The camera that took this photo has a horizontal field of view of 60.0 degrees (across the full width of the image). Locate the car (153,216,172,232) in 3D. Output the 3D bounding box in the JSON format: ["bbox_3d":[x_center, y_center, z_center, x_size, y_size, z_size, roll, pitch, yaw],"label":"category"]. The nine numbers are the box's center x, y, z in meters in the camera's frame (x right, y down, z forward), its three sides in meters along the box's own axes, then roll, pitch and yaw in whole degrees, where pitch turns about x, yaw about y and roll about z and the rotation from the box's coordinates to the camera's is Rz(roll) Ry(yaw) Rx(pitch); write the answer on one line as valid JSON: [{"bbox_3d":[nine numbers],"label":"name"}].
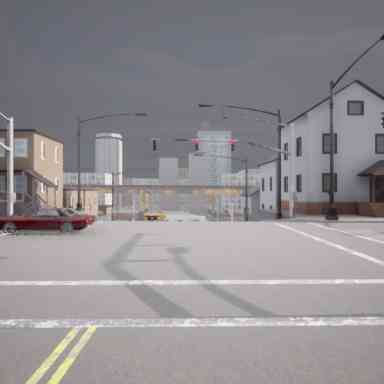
[{"bbox_3d":[-3.790,4.235,43.744,2.128,1.511,4.902,0,-13,-1],"label":"car"}]

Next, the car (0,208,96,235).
[{"bbox_3d":[-7.689,1.530,17.699,4.718,1.301,1.895,0,0,-1],"label":"car"}]

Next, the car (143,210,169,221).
[{"bbox_3d":[-3.680,2.536,33.521,1.882,1.535,5.008,0,-9,1],"label":"car"}]
